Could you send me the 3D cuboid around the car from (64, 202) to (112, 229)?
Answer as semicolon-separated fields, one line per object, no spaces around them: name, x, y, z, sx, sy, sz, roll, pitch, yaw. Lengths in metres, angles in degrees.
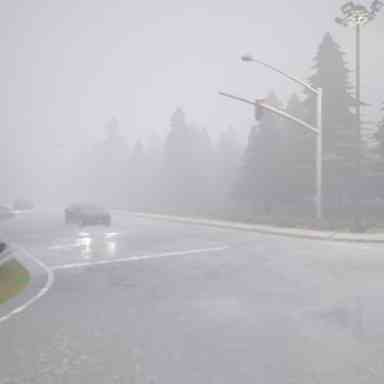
car;-7.030;1.480;22.173;1.882;1.535;5.008;0;0;-36

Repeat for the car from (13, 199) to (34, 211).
car;-21.266;1.593;41.952;1.994;1.385;4.181;0;0;-34
